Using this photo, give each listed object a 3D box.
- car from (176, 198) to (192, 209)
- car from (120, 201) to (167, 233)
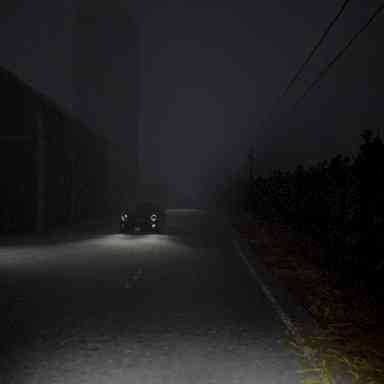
[{"bbox_3d":[-1.001,1.535,44.650,1.812,1.442,4.674,0,0,5],"label":"car"},{"bbox_3d":[-2.725,1.354,19.480,2.097,1.767,4.553,0,0,3],"label":"car"}]
